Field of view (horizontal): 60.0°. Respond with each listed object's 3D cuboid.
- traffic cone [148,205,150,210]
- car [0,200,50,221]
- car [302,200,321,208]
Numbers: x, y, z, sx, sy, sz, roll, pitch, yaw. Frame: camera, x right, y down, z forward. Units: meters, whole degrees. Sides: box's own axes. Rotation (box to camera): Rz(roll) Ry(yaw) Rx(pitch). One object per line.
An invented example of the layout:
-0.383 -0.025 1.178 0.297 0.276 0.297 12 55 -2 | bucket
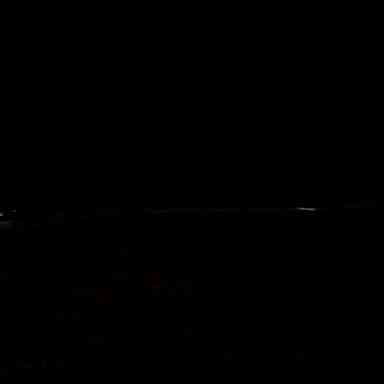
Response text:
-5.901 2.077 45.093 0.340 0.580 0.340 1 0 -42 | traffic cone
-13.371 1.405 26.539 2.128 1.511 4.902 1 0 11 | car
21.973 2.162 61.211 1.882 1.535 5.008 1 0 44 | car
